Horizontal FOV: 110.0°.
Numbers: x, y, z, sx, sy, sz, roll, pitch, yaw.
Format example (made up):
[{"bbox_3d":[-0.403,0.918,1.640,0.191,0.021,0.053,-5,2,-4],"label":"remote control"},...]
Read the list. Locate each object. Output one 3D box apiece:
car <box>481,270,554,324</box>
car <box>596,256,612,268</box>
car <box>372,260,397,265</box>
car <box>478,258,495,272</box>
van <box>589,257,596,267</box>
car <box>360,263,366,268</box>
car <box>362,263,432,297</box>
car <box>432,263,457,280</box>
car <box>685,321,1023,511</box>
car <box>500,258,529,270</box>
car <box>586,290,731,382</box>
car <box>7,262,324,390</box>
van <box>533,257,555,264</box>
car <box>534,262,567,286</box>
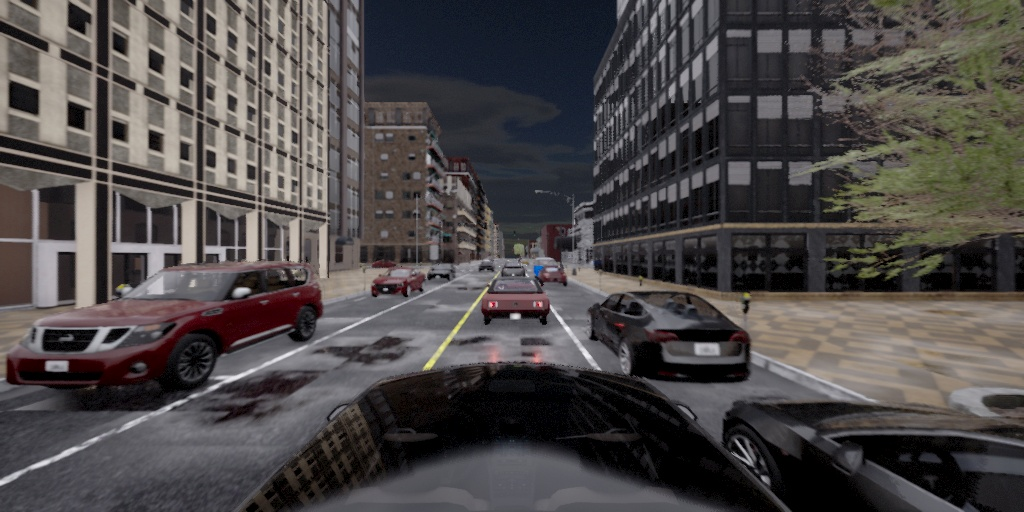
[{"bbox_3d":[0.099,1.324,11.839,1.895,1.301,4.718,0,0,0],"label":"car"},{"bbox_3d":[14.917,0.984,50.613,5.009,1.841,2.192,0,0,0],"label":"car"},{"bbox_3d":[-17.470,1.163,50.533,4.207,1.307,1.802,0,0,0],"label":"car"},{"bbox_3d":[-3.003,1.252,43.029,1.895,1.301,4.718,0,0,0],"label":"car"},{"bbox_3d":[14.894,1.031,58.992,3.998,1.789,1.690,0,0,0],"label":"van"},{"bbox_3d":[-22.962,1.096,50.519,4.829,1.417,1.751,0,0,0],"label":"car"},{"bbox_3d":[-5.691,1.252,18.376,1.888,1.381,4.507,0,0,0],"label":"car"},{"bbox_3d":[-5.692,1.246,29.753,1.948,1.339,4.313,0,0,0],"label":"car"},{"bbox_3d":[2.658,1.317,1.282,1.948,1.339,4.313,0,0,0],"label":"car"},{"bbox_3d":[0.099,1.174,28.737,2.128,1.511,4.902,0,0,0],"label":"car"},{"bbox_3d":[2.657,1.301,6.971,1.948,1.339,4.313,0,0,0],"label":"car"},{"bbox_3d":[-5.690,1.051,6.997,2.192,1.841,5.009,0,0,0],"label":"car"},{"bbox_3d":[2.656,1.021,29.727,1.690,1.789,3.998,0,0,0],"label":"van"},{"bbox_3d":[2.656,1.275,24.038,1.802,1.307,4.207,0,0,0],"label":"car"}]
